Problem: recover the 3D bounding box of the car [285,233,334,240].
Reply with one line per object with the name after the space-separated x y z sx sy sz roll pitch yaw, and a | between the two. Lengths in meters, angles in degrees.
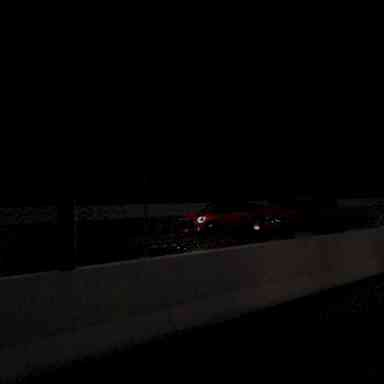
5.092 1.212 16.229 5.566 2.045 2.150 0 0 -36 | car
